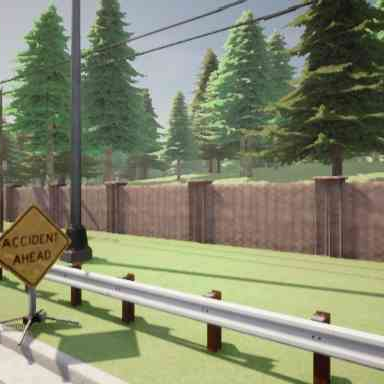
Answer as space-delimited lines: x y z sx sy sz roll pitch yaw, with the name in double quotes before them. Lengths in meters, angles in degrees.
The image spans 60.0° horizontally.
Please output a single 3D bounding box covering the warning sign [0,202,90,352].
"warning sign" -2.425 1.099 5.046 1.060 1.860 1.300 0 0 35
